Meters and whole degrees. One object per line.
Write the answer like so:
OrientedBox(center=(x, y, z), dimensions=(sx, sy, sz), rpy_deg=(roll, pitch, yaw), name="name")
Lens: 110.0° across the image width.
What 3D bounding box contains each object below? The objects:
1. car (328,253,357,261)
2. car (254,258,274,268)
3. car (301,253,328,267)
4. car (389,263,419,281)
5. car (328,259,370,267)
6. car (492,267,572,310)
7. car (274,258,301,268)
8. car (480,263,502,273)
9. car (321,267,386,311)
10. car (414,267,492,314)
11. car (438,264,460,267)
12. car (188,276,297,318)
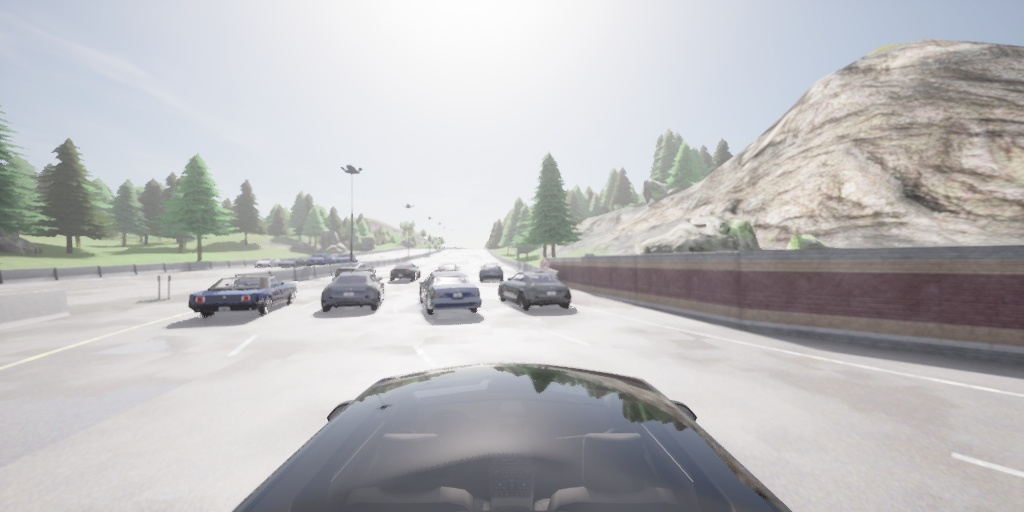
OrientedBox(center=(-25.506, 0.639, 54.832), dimensions=(2.150, 2.045, 5.566), rpy_deg=(0, 1, -5), name="car")
OrientedBox(center=(-35.844, 0.977, 52.866), dimensions=(1.812, 1.442, 4.674), rpy_deg=(0, 1, -5), name="car")
OrientedBox(center=(-28.954, 0.649, 54.172), dimensions=(2.150, 2.045, 5.566), rpy_deg=(0, 1, -5), name="car")
OrientedBox(center=(-8.731, 1.276, 29.566), dimensions=(1.812, 1.442, 4.674), rpy_deg=(0, 0, -6), name="car")
OrientedBox(center=(-12.095, 1.255, 28.030), dimensions=(2.128, 1.511, 4.902), rpy_deg=(0, 0, -6), name="car")
OrientedBox(center=(0.816, 1.335, 15.001), dimensions=(1.994, 1.385, 4.181), rpy_deg=(0, 0, -18), name="car")
OrientedBox(center=(-32.376, 0.992, 53.293), dimensions=(2.033, 1.411, 5.357), rpy_deg=(0, 1, -5), name="car")
OrientedBox(center=(-1.758, 1.304, 30.219), dimensions=(1.994, 1.385, 4.181), rpy_deg=(0, 0, -6), name="car")
OrientedBox(center=(-6.348, 1.338, 14.674), dimensions=(1.994, 1.385, 4.181), rpy_deg=(0, 0, -16), name="car")
OrientedBox(center=(-2.545, 1.319, 14.011), dimensions=(2.033, 1.411, 5.357), rpy_deg=(0, 0, -18), name="car")
OrientedBox(center=(-5.219, 1.310, 29.652), dimensions=(1.994, 1.385, 4.181), rpy_deg=(0, 0, -6), name="car")
OrientedBox(center=(-9.614, 1.376, 13.332), dimensions=(1.895, 1.301, 4.718), rpy_deg=(0, 0, -17), name="car")
